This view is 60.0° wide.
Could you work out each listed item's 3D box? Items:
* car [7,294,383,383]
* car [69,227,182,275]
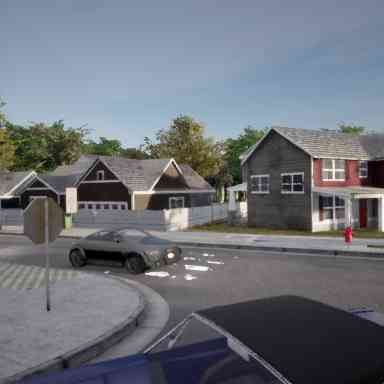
[{"bbox_3d":[0.430,1.601,2.288,4.718,1.301,1.895,0,0,-25],"label":"car"},{"bbox_3d":[-2.453,1.996,12.056,4.181,1.385,1.994,-2,0,29],"label":"car"}]
